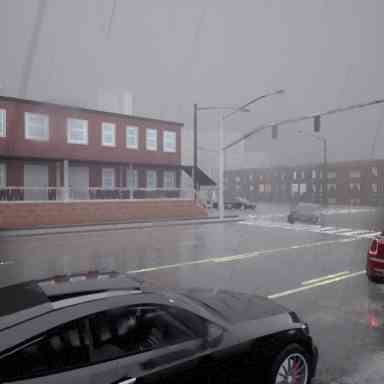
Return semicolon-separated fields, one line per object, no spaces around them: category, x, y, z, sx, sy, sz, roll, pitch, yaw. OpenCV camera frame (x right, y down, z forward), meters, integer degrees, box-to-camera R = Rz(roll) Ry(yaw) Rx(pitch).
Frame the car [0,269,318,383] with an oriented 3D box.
car;-0.770;1.526;3.205;4.674;1.442;1.812;0;0;-35

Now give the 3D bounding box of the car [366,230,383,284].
car;6.428;1.352;8.392;4.553;1.767;2.097;0;0;-35

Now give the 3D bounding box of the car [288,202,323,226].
car;8.273;1.506;23.876;1.837;1.490;4.892;4;2;25

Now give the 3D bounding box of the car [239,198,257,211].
car;5.982;1.504;41.789;1.837;1.490;4.892;0;0;-36

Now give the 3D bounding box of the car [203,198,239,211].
car;2.909;1.491;40.064;2.128;1.511;4.902;0;0;-36
